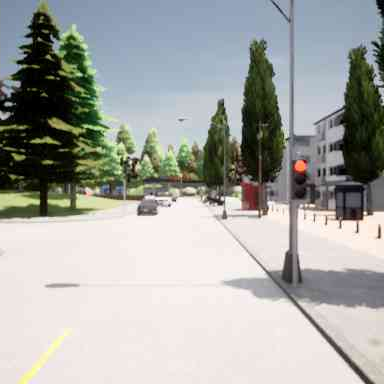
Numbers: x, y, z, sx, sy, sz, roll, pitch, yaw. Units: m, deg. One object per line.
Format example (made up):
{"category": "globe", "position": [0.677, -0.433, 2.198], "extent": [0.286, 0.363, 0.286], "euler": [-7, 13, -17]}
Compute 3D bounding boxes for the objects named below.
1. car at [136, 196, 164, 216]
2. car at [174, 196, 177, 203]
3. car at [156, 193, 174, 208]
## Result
{"category": "car", "position": [-4.106, 1.443, 31.873], "extent": [1.837, 1.490, 4.892], "euler": [0, 0, 0]}
{"category": "car", "position": [-3.986, 1.415, 67.958], "extent": [2.033, 1.411, 5.357], "euler": [0, 0, 0]}
{"category": "car", "position": [-4.105, 1.127, 47.120], "extent": [2.150, 2.045, 5.566], "euler": [0, 0, 0]}
